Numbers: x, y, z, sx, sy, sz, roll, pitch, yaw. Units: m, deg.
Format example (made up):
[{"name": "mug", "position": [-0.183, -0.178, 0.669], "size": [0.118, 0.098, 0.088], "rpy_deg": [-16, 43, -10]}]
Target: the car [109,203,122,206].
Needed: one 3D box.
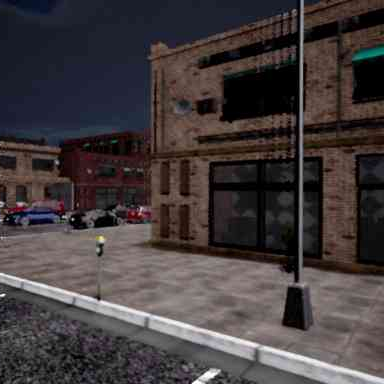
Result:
[{"name": "car", "position": [-7.565, 1.913, 33.829], "size": [1.837, 1.490, 4.892], "rpy_deg": [1, 0, 36]}]

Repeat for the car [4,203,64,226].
[{"name": "car", "position": [-12.710, 1.890, 26.807], "size": [1.994, 1.385, 4.181], "rpy_deg": [1, 0, 36]}]

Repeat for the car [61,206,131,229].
[{"name": "car", "position": [-7.044, 1.953, 24.739], "size": [1.947, 1.339, 4.313], "rpy_deg": [0, -1, 36]}]

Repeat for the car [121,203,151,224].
[{"name": "car", "position": [-3.768, 1.880, 29.218], "size": [1.967, 1.590, 4.097], "rpy_deg": [0, -1, 36]}]

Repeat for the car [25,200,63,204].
[{"name": "car", "position": [-13.808, 1.637, 29.687], "size": [2.192, 1.841, 5.009], "rpy_deg": [0, -1, 36]}]
